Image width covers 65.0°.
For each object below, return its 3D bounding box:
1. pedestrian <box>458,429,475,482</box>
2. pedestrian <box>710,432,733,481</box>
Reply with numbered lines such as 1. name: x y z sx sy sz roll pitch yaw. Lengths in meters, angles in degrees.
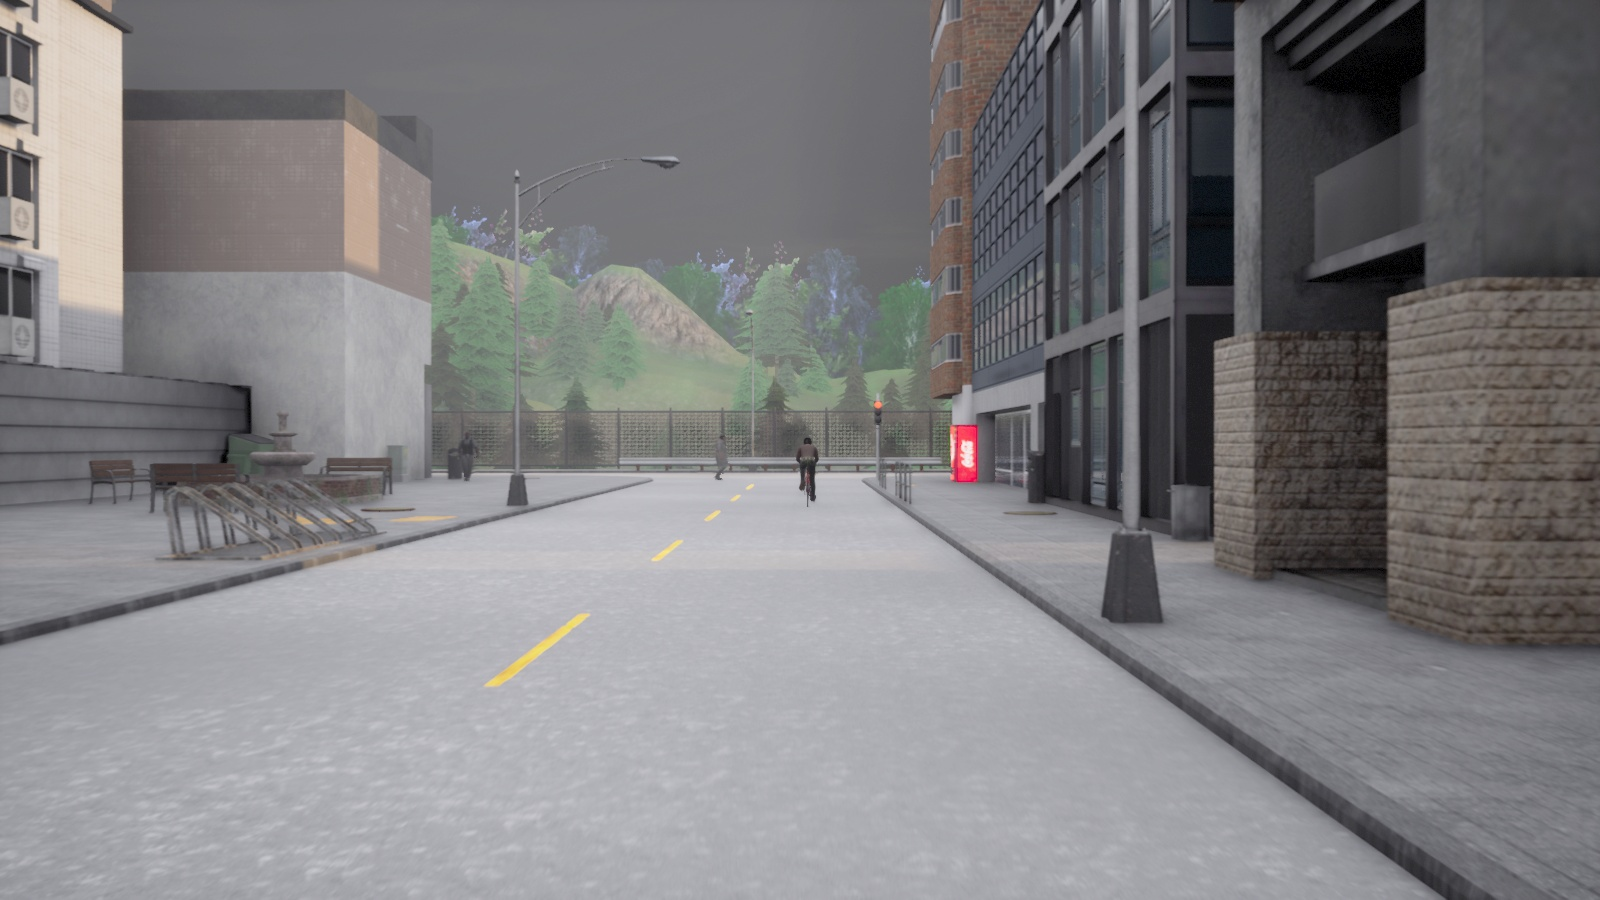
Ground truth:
1. pedestrian: -12.092 0.196 45.545 0.563 1.883 0.849 0 0 -11
2. pedestrian: -3.124 0.262 50.034 0.873 1.952 0.659 0 0 0
